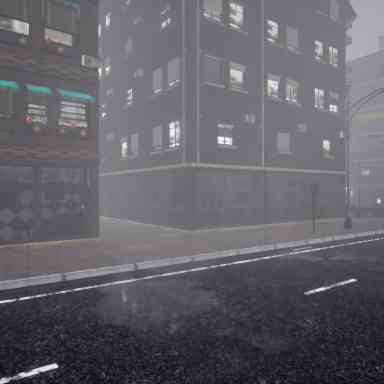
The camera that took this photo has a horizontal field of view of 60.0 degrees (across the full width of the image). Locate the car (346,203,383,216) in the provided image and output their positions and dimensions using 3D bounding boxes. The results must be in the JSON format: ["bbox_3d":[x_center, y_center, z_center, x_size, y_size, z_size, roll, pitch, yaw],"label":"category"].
[{"bbox_3d":[17.741,1.845,35.603,1.895,1.301,4.718,0,-1,-39],"label":"car"}]

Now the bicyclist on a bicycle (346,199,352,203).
[{"bbox_3d":[21.417,1.591,45.344,1.656,1.620,0.582,-1,0,-36],"label":"bicyclist on a bicycle"}]
